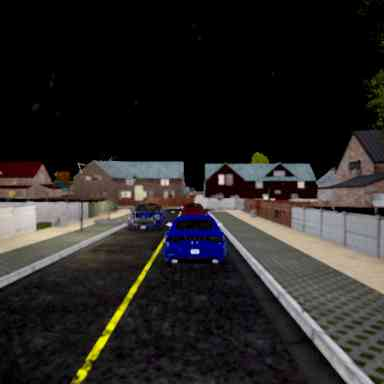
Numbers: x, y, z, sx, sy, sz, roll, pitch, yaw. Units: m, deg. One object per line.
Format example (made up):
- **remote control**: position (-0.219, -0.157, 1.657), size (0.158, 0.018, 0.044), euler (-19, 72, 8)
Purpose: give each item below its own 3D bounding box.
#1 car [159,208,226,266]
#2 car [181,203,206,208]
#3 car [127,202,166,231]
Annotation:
- **car**: position (0.095, 1.546, 11.874), size (1.882, 1.535, 5.008), euler (0, 0, 0)
- **car**: position (0.103, 1.633, 27.248), size (1.882, 1.535, 5.008), euler (0, 0, 0)
- **car**: position (-2.830, 1.475, 21.567), size (2.097, 1.767, 4.553), euler (0, 0, 0)
